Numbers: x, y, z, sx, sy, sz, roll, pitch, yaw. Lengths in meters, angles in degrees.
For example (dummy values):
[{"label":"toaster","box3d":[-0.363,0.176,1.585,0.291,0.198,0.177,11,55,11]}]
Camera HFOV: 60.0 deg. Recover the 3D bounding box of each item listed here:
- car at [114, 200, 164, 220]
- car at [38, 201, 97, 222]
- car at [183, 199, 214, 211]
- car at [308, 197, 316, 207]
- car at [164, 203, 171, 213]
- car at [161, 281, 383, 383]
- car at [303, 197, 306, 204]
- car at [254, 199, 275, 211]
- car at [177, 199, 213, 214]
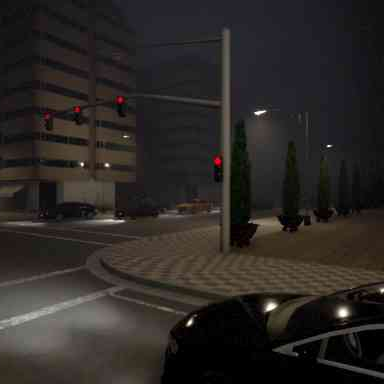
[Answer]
[{"label":"car","box3d":[-4.757,1.619,29.005,1.994,1.385,4.181,0,0,35]},{"label":"car","box3d":[-10.132,1.560,27.461,1.837,1.490,4.892,0,0,35]},{"label":"car","box3d":[0.940,1.619,43.107,1.994,1.385,4.181,0,0,36]},{"label":"car","box3d":[19.791,1.619,51.265,1.994,1.385,4.181,0,0,35]},{"label":"car","box3d":[-4.511,1.603,35.418,2.033,1.411,5.357,0,0,35]},{"label":"car","box3d":[1.928,1.492,2.598,4.902,1.511,2.128,0,0,36]},{"label":"car","box3d":[20.633,1.547,58.529,2.128,1.511,4.902,0,0,35]},{"label":"car","box3d":[8.594,1.603,41.492,2.033,1.411,5.357,0,0,35]},{"label":"car","box3d":[0.394,1.533,36.293,1.882,1.535,5.008,0,0,35]}]
